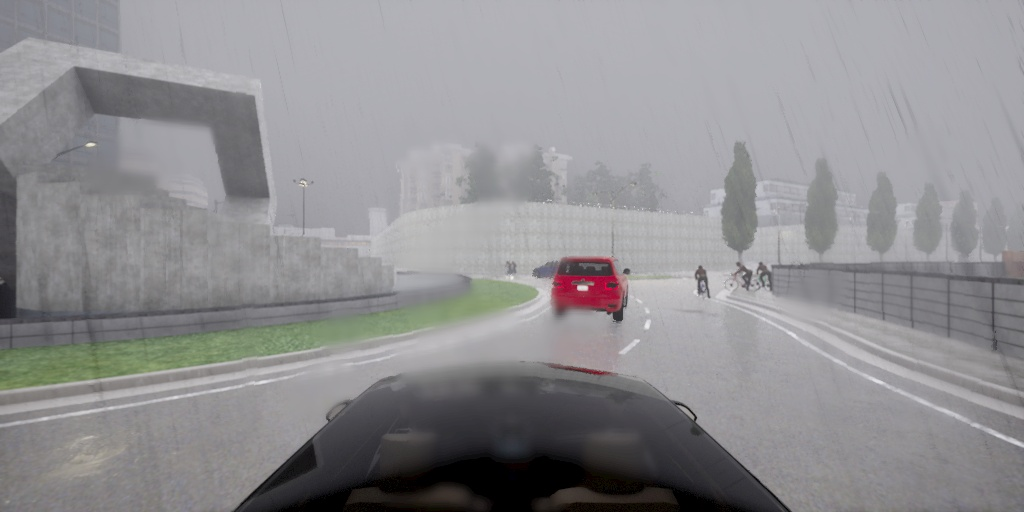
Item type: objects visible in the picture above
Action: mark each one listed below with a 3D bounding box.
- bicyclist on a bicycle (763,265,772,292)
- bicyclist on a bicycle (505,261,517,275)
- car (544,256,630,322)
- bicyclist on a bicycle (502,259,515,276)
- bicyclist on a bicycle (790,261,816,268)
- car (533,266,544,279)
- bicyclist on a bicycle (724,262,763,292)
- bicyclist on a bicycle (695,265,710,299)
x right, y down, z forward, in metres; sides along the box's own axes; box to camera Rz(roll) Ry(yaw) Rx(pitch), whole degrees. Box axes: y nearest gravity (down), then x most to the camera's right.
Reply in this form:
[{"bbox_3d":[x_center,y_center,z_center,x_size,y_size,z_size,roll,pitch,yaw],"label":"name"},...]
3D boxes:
[{"bbox_3d":[14.068,1.159,20.130,0.582,1.620,1.656,0,0,5],"label":"bicyclist on a bicycle"},{"bbox_3d":[0.145,1.365,41.492,0.582,1.620,1.656,11,11,35],"label":"bicyclist on a bicycle"},{"bbox_3d":[2.974,1.031,12.966,2.150,2.045,5.566,0,0,20],"label":"car"},{"bbox_3d":[-0.387,1.329,41.817,0.582,1.620,1.656,0,9,34],"label":"bicyclist on a bicycle"},{"bbox_3d":[16.157,0.930,20.067,0.582,1.656,1.620,27,-13,-2],"label":"bicyclist on a bicycle"},{"bbox_3d":[3.840,1.255,32.700,2.097,1.767,4.553,0,0,-30],"label":"car"},{"bbox_3d":[12.620,1.153,19.703,1.656,1.620,0.582,0,0,32],"label":"bicyclist on a bicycle"},{"bbox_3d":[9.408,1.291,17.830,0.582,1.620,1.656,0,-1,15],"label":"bicyclist on a bicycle"}]
